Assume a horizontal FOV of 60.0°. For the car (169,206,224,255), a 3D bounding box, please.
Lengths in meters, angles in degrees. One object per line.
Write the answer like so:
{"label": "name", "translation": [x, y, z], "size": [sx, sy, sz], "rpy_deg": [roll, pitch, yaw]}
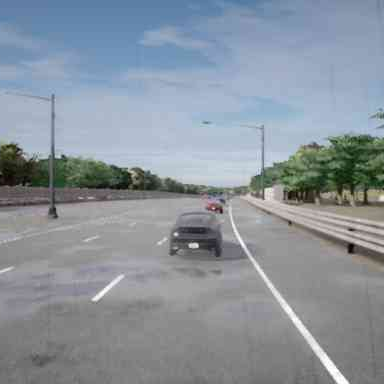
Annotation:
{"label": "car", "translation": [0.251, 1.507, 13.306], "size": [1.837, 1.490, 4.892], "rpy_deg": [0, 0, 5]}

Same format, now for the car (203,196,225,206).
{"label": "car", "translation": [2.469, 1.534, 36.932], "size": [1.812, 1.442, 4.674], "rpy_deg": [0, 0, 6]}

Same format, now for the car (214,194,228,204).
{"label": "car", "translation": [5.058, 1.560, 59.552], "size": [1.837, 1.490, 4.892], "rpy_deg": [0, 0, 7]}
